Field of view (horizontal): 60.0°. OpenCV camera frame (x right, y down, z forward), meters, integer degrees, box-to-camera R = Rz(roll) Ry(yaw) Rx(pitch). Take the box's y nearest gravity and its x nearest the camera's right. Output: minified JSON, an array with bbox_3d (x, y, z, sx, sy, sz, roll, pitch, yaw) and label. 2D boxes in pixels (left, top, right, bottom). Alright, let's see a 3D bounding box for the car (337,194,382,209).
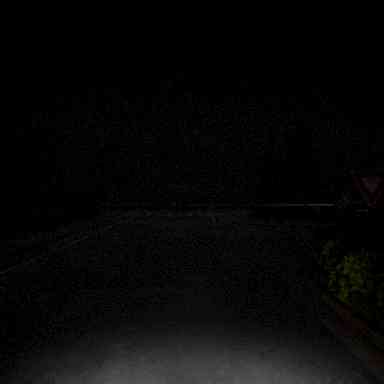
[{"bbox_3d":[18.709,1.256,36.790,5.566,2.045,2.150,0,0,0],"label":"car"}]
